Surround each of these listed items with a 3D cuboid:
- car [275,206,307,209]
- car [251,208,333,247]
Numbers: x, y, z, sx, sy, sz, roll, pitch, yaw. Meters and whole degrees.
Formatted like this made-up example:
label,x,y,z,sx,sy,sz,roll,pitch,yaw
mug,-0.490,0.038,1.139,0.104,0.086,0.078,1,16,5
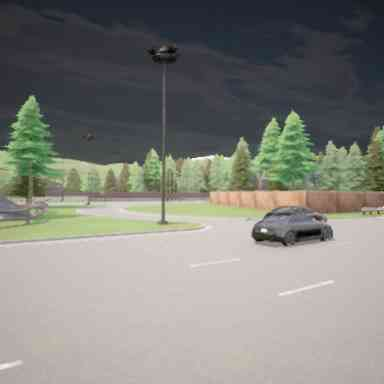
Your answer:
label,x,y,z,sx,sy,sz,roll,pitch,yaw
car,6.749,1.650,21.449,4.892,1.490,1.837,1,0,-35
car,4.791,1.670,15.757,4.181,1.385,1.994,0,0,-35
